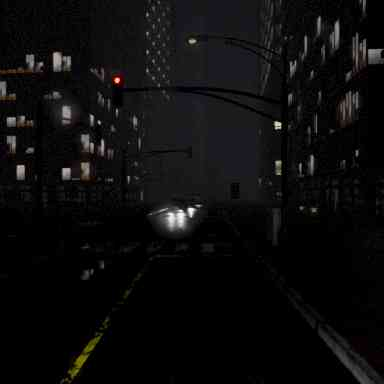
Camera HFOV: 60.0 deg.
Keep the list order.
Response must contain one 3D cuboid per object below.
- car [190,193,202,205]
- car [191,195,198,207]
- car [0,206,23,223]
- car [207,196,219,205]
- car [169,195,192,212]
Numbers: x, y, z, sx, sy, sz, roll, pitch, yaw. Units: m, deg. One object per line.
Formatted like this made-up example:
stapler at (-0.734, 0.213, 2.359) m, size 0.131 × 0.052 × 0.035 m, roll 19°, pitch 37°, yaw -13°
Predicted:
car at (0.588, 1.158, 59.623) m, size 2.150 × 2.045 × 5.566 m, roll 0°, pitch 0°, yaw 7°
car at (-0.628, 1.557, 48.784) m, size 1.895 × 1.301 × 4.718 m, roll 0°, pitch 0°, yaw 6°
car at (-16.549, 1.854, 27.985) m, size 4.403 × 1.369 × 2.008 m, roll -1°, pitch 1°, yaw 10°
car at (3.766, 1.410, 59.418) m, size 1.882 × 1.535 × 5.008 m, roll 0°, pitch 0°, yaw 7°
car at (-1.530, 1.464, 38.530) m, size 2.128 × 1.511 × 4.902 m, roll 0°, pitch 0°, yaw 5°
